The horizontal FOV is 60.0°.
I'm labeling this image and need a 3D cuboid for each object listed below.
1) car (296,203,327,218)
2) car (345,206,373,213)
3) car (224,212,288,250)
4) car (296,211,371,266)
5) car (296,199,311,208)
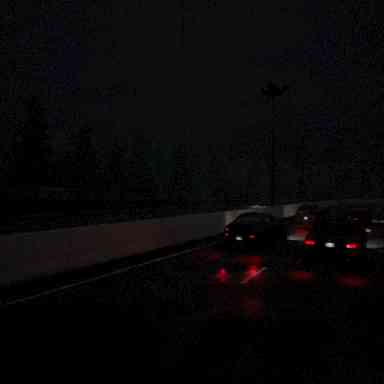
[{"bbox_3d":[10.007,1.766,27.881,1.837,1.490,4.892,0,0,29],"label":"car"},{"bbox_3d":[13.271,1.809,26.547,1.812,1.442,4.674,0,0,29],"label":"car"},{"bbox_3d":[2.980,1.641,15.092,1.812,1.442,4.674,0,0,29],"label":"car"},{"bbox_3d":[5.371,1.670,12.204,2.033,1.411,5.357,0,0,29],"label":"car"},{"bbox_3d":[20.849,2.127,62.196,1.994,1.385,4.181,0,0,29],"label":"car"}]
